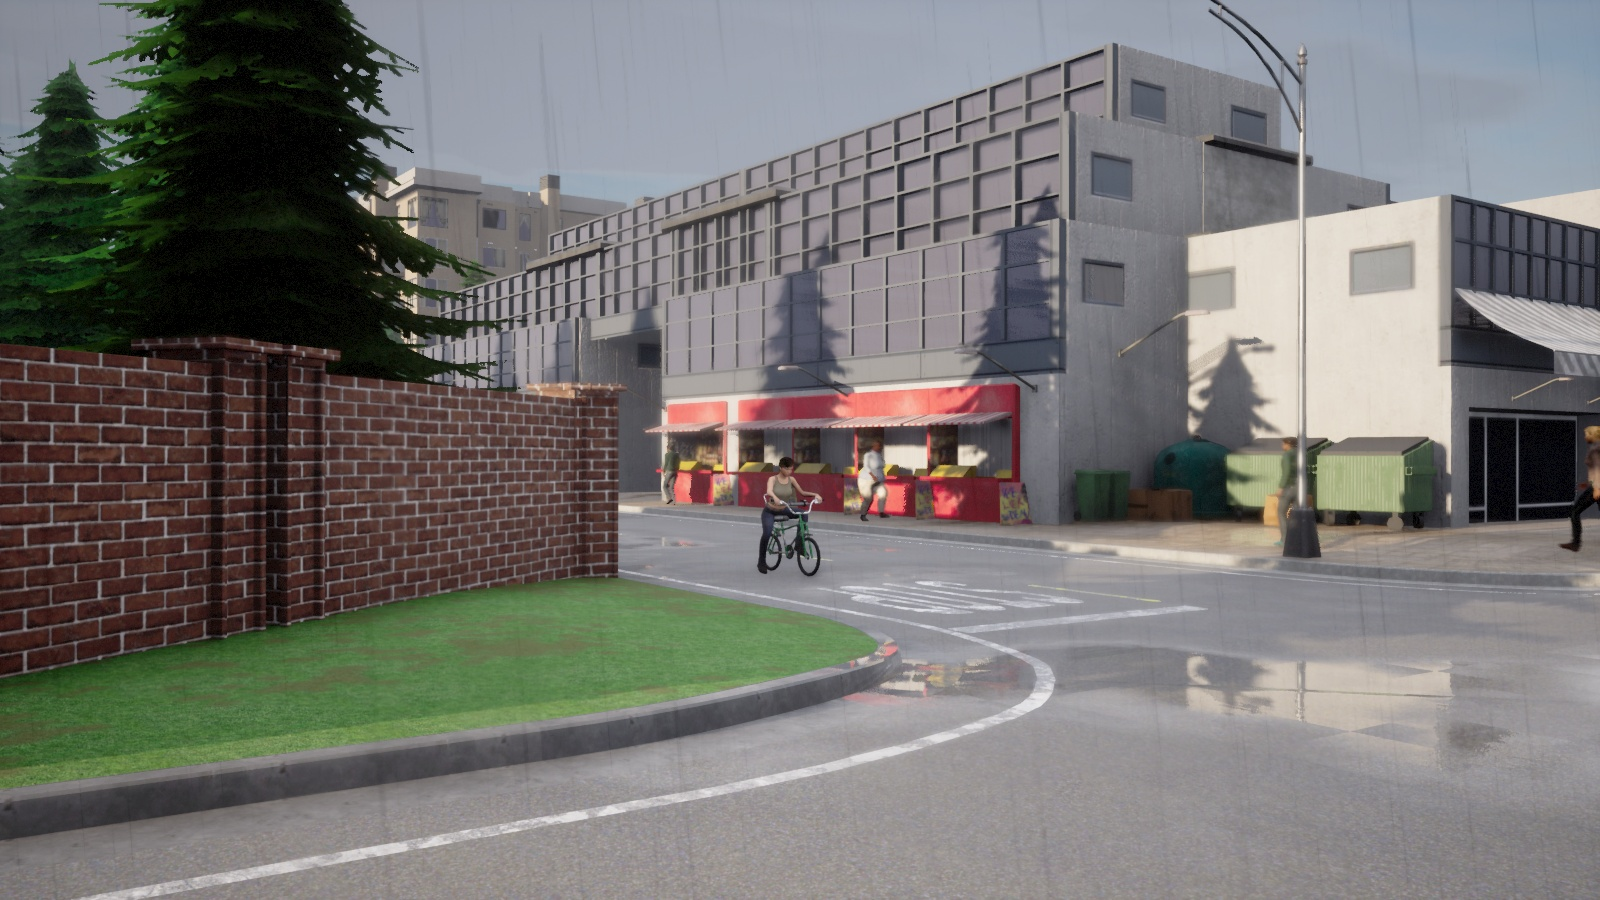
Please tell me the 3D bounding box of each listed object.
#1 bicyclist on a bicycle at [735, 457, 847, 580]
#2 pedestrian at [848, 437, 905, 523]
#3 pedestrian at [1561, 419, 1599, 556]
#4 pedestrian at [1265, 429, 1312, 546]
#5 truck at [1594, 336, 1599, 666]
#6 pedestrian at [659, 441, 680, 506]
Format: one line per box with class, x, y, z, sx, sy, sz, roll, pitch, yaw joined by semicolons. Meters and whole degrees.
bicyclist on a bicycle;-0.142;0.900;17.330;0.866;1.612;1.509;0;0;-33
pedestrian;1.691;0.646;27.655;0.874;1.855;0.900;0;0;-43
pedestrian;10.780;0.503;17.098;0.331;1.846;0.634;0;0;-33
pedestrian;7.860;0.596;20.204;0.353;1.847;0.614;0;0;-34
truck;8.838;0.417;9.808;5.204;2.467;2.627;1;-1;-35
pedestrian;-3.745;0.678;36.084;0.353;1.847;0.614;0;0;-36
